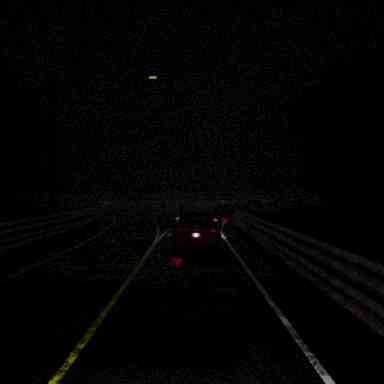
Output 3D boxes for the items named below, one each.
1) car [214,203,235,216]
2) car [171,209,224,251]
[{"bbox_3d":[3.785,1.972,38.486,2.128,1.511,4.902,0,-1,16],"label":"car"},{"bbox_3d":[0.198,1.625,14.623,1.994,1.385,4.181,2,-1,1],"label":"car"}]
